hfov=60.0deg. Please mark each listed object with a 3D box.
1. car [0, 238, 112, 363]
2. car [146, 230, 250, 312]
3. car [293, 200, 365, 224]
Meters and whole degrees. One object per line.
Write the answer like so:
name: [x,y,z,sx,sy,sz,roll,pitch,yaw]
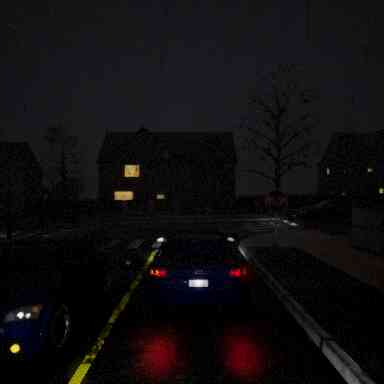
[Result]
car: [-2.828,1.563,5.968,1.994,1.385,4.181,0,0,0]
car: [0.092,1.564,7.818,1.994,1.385,4.181,0,0,-1]
car: [9.063,1.244,21.939,4.674,1.442,1.812,-1,1,0]
